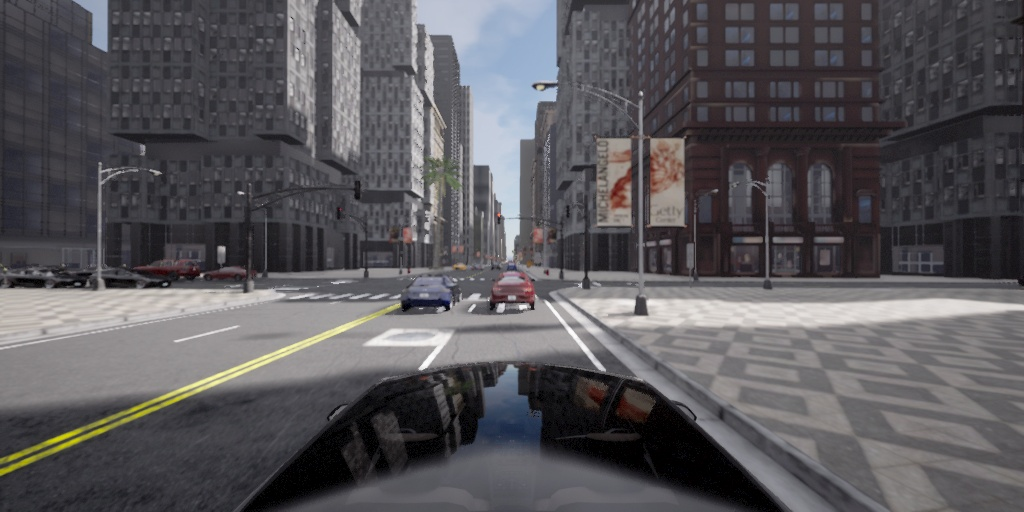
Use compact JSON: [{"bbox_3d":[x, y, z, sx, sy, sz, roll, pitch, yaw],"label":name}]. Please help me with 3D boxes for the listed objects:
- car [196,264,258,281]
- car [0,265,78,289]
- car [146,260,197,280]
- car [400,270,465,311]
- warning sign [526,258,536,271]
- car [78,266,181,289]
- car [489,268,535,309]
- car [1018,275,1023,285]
[{"bbox_3d":[-25.086,1.553,32.031,4.207,1.307,1.802,0,0,-1],"label":"car"},{"bbox_3d":[-30.590,1.470,23.417,4.313,1.339,1.948,0,0,-1],"label":"car"},{"bbox_3d":[-30.724,1.265,31.941,5.009,1.841,2.192,0,0,-1],"label":"car"},{"bbox_3d":[-3.347,1.456,15.387,1.994,1.385,4.181,0,-1,-2],"label":"car"},{"bbox_3d":[2.816,1.544,58.132,1.300,1.860,1.060,0,0,0],"label":"warning sign"},{"bbox_3d":[-24.951,1.491,23.507,4.313,1.339,1.948,0,0,-1],"label":"car"},{"bbox_3d":[0.048,1.421,15.723,1.812,1.442,4.674,0,0,1],"label":"car"},{"bbox_3d":[45.415,1.832,29.947,4.181,1.385,1.994,0,0,0],"label":"car"}]
